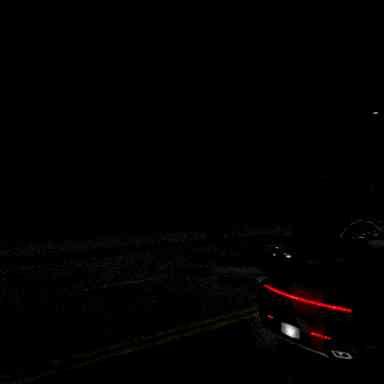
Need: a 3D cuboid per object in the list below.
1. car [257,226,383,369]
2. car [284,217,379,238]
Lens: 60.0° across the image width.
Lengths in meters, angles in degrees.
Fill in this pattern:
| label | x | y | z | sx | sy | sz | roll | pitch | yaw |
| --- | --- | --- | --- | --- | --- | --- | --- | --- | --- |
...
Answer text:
| label | x | y | z | sx | sy | sz | roll | pitch | yaw |
| --- | --- | --- | --- | --- | --- | --- | --- | --- | --- |
| car | 3.274 | 1.588 | 5.797 | 4.892 | 1.490 | 1.837 | 0 | 0 | -35 |
| car | 4.792 | 1.641 | 11.102 | 4.892 | 1.490 | 1.837 | 0 | 0 | -36 |
